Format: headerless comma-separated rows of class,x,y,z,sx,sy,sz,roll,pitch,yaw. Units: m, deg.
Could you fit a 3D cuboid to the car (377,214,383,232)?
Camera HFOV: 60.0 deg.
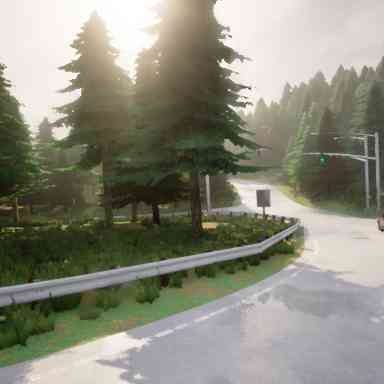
car,11.838,1.653,18.719,1.812,1.442,4.674,-3,-2,18
